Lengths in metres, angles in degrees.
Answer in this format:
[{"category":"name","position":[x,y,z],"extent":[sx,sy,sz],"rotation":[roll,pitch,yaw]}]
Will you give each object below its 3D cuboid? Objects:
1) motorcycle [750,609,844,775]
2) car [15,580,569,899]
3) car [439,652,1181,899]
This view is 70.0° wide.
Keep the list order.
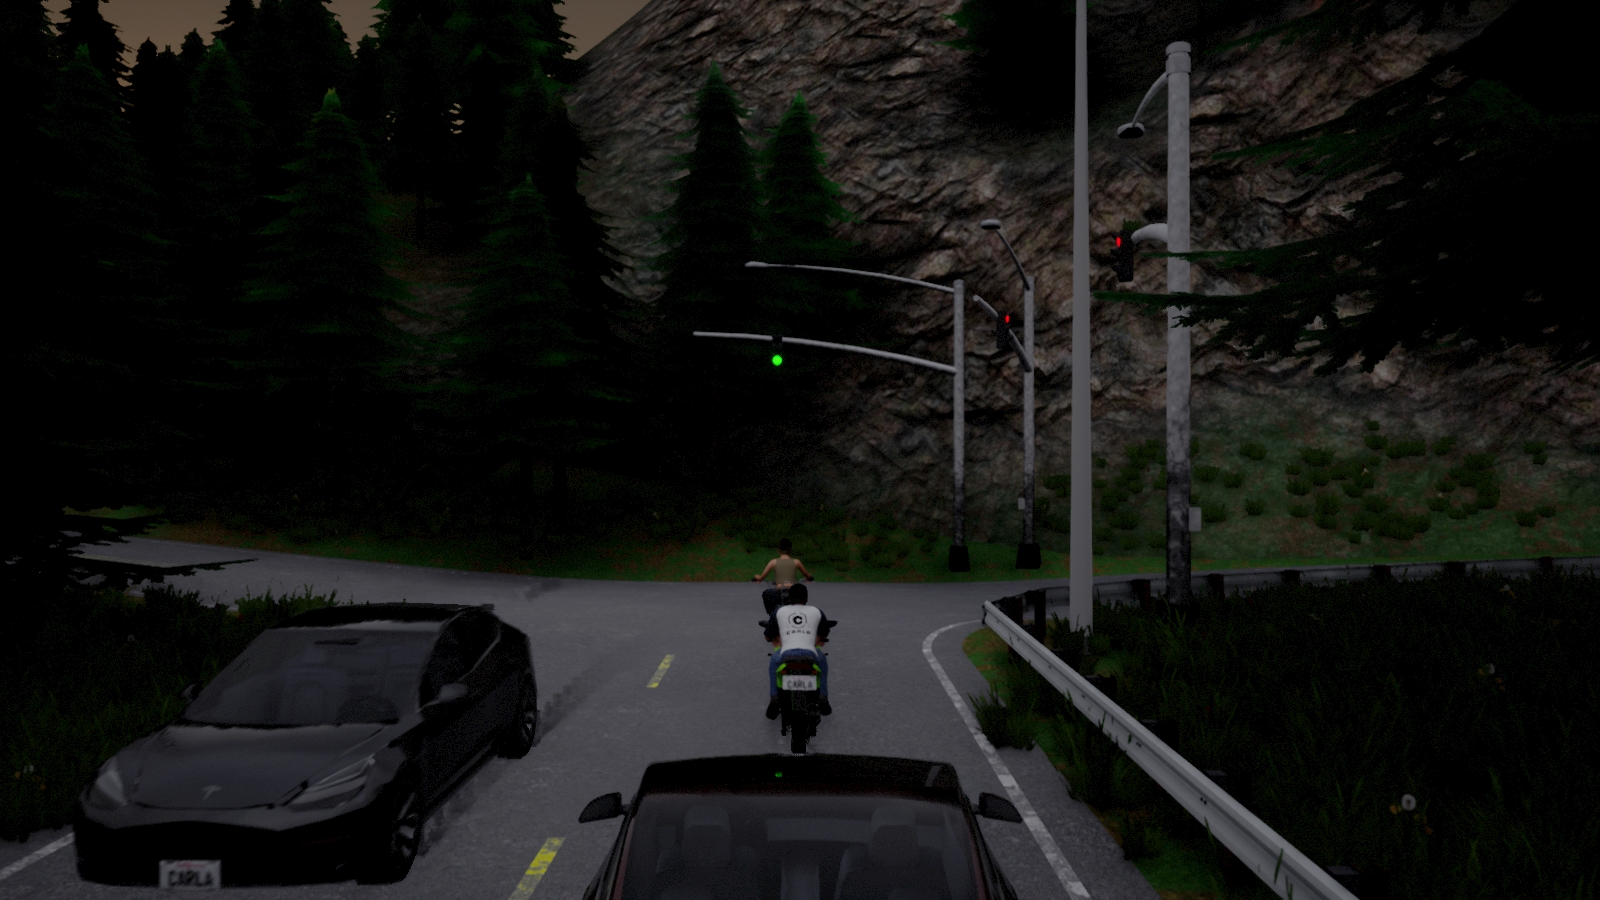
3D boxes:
[{"category":"motorcycle","position":[-0.036,2.197,10.733],"extent":[0.803,1.145,2.033],"rotation":[0,-1,0]},{"category":"car","position":[-3.446,2.050,9.041],"extent":[2.163,1.488,4.792],"rotation":[0,0,1]},{"category":"car","position":[0.030,2.055,4.986],"extent":[2.163,1.488,4.792],"rotation":[0,0,0]}]
